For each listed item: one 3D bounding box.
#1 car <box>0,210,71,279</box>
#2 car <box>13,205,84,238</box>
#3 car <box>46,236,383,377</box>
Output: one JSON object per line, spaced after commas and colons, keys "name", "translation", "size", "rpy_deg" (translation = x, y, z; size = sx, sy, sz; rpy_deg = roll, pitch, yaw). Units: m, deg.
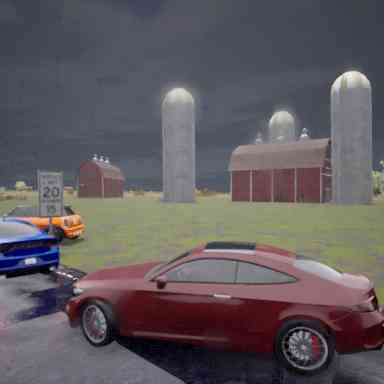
{"name": "car", "translation": [-5.649, 1.481, 9.485], "size": [5.008, 1.535, 1.882], "rpy_deg": [0, 0, 42]}
{"name": "car", "translation": [-7.393, 1.370, 15.130], "size": [4.553, 1.767, 2.097], "rpy_deg": [0, 0, 3]}
{"name": "car", "translation": [0.356, 1.531, 5.231], "size": [4.674, 1.442, 1.812], "rpy_deg": [0, 0, 15]}
